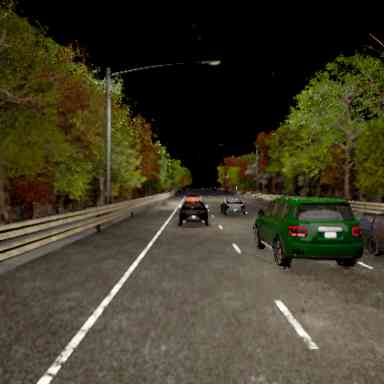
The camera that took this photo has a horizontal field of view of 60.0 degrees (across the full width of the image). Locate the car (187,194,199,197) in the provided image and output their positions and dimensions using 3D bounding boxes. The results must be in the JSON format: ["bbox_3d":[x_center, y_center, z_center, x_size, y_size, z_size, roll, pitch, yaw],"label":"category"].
[{"bbox_3d":[0.114,0.972,41.493,2.097,1.767,4.553,0,1,0],"label":"car"}]

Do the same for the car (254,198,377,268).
[{"bbox_3d":[3.603,1.190,11.330,2.150,2.045,5.566,0,0,0],"label":"car"}]

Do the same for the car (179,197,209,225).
[{"bbox_3d":[0.108,1.342,22.820,1.882,1.535,5.008,0,1,0],"label":"car"}]

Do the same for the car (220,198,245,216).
[{"bbox_3d":[3.610,1.264,29.974,2.128,1.511,4.902,0,1,0],"label":"car"}]

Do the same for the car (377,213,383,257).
[{"bbox_3d":[7.103,1.507,12.725,2.033,1.411,5.357,0,0,0],"label":"car"}]
